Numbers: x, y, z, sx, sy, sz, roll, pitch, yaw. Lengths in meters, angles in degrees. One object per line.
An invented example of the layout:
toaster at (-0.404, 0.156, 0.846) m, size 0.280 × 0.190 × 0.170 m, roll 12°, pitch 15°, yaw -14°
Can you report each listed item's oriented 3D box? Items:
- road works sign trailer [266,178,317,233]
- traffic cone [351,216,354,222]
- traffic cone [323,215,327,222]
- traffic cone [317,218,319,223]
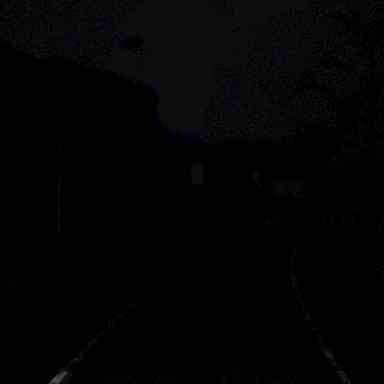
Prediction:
road works sign trailer at (6.748, 0.879, 22.963) m, size 2.380 × 3.560 × 2.880 m, roll 0°, pitch -1°, yaw 41°
traffic cone at (15.653, 2.609, 32.404) m, size 0.340 × 0.580 × 0.340 m, roll 0°, pitch -1°, yaw 41°
traffic cone at (12.832, 2.564, 32.209) m, size 0.340 × 0.580 × 0.340 m, roll 0°, pitch -1°, yaw 41°
traffic cone at (11.518, 2.529, 30.702) m, size 0.340 × 0.580 × 0.340 m, roll 0°, pitch -1°, yaw 41°
